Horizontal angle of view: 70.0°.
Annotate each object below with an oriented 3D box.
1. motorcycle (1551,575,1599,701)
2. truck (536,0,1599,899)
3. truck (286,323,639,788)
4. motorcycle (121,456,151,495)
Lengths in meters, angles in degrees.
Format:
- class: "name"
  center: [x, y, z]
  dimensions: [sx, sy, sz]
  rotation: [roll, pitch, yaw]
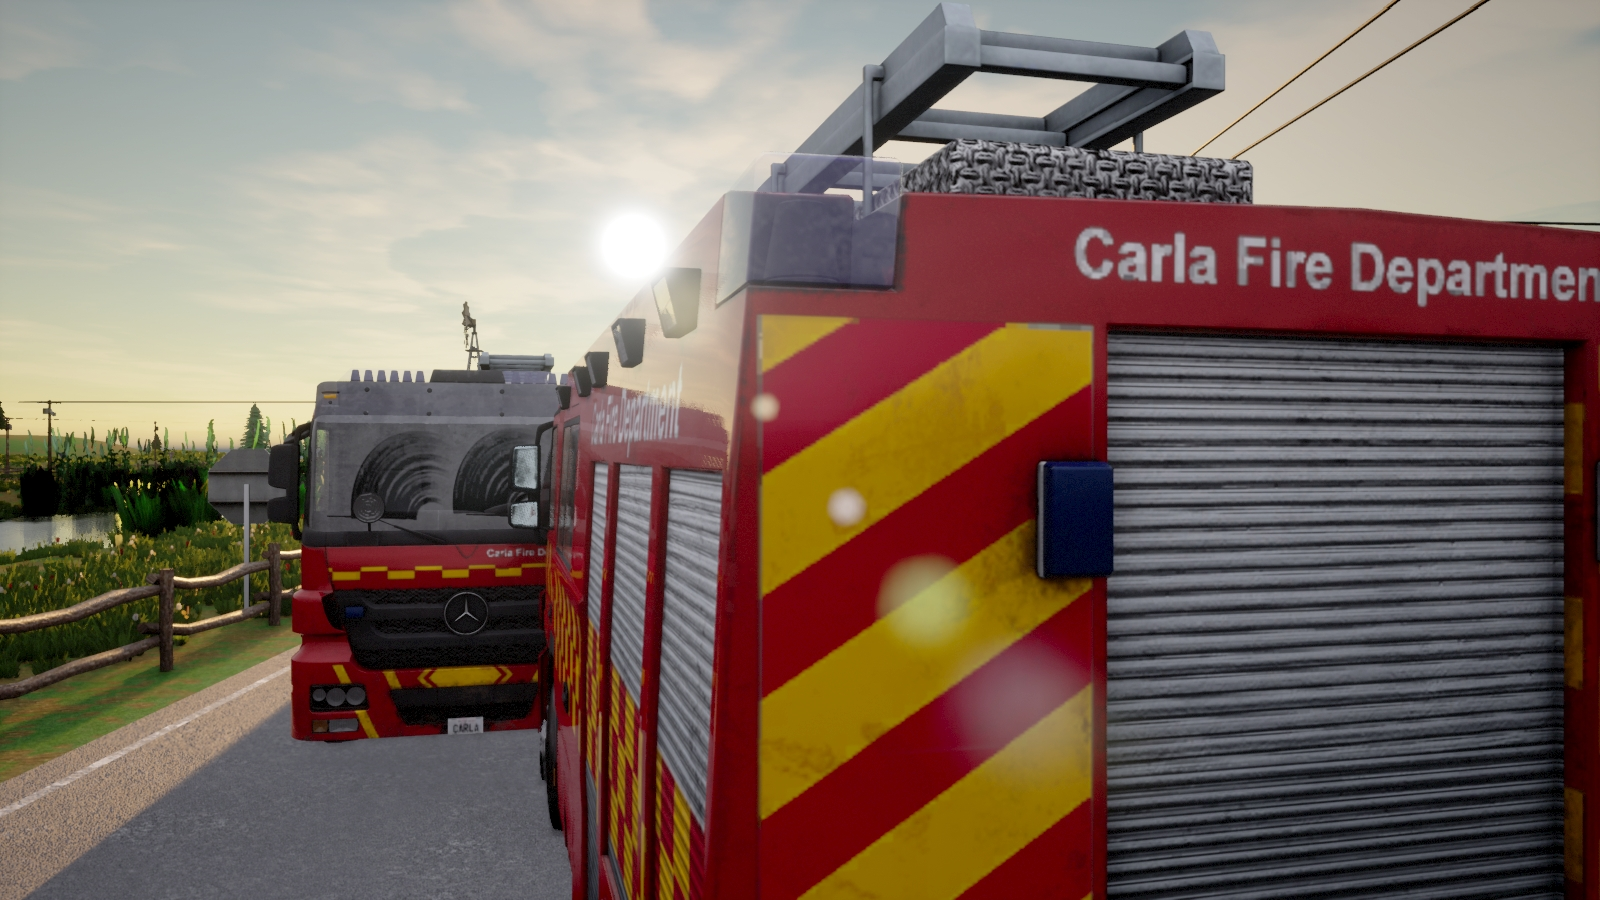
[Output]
- class: "motorcycle"
  center: [9.784, 2.142, 13.120]
  dimensions: [1.805, 1.316, 0.856]
  rotation: [0, 0, -7]
- class: "truck"
  center: [0.036, 0.867, 6.871]
  dimensions: [2.891, 3.827, 8.468]
  rotation: [0, 0, -15]
- class: "truck"
  center: [-3.911, 0.862, 13.867]
  dimensions: [2.891, 3.827, 8.468]
  rotation: [0, 0, -15]
- class: "motorcycle"
  center: [-41.342, 1.577, 71.168]
  dimensions: [0.803, 2.348, 2.033]
  rotation: [0, 0, -4]
